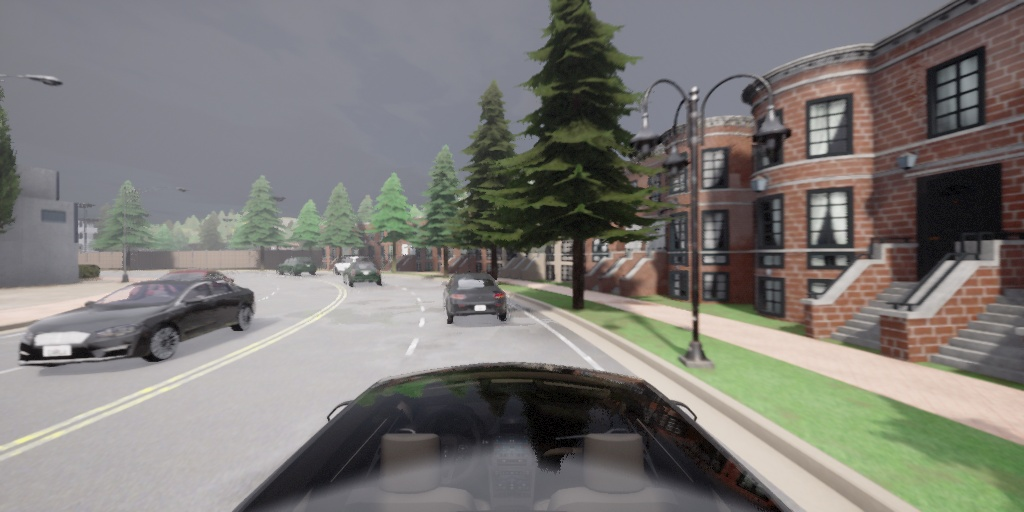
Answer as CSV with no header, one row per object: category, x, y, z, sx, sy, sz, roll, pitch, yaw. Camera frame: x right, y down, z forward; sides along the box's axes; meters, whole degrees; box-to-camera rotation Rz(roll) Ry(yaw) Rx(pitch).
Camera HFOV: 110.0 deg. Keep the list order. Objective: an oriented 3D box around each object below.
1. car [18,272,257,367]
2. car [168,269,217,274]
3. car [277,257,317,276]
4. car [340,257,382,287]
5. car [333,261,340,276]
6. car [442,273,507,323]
car,-7.945,1.303,8.318,2.128,1.511,4.902,0,0,-11
car,-13.132,1.329,14.626,1.882,1.535,5.008,0,0,-20
car,-23.772,1.159,39.603,5.566,2.045,2.150,0,0,36
car,-10.898,1.189,25.943,2.097,1.767,4.553,0,0,-31
car,-17.385,1.110,39.077,5.566,2.045,2.150,0,0,42
car,-1.373,1.288,12.236,1.812,1.442,4.674,0,0,-12
